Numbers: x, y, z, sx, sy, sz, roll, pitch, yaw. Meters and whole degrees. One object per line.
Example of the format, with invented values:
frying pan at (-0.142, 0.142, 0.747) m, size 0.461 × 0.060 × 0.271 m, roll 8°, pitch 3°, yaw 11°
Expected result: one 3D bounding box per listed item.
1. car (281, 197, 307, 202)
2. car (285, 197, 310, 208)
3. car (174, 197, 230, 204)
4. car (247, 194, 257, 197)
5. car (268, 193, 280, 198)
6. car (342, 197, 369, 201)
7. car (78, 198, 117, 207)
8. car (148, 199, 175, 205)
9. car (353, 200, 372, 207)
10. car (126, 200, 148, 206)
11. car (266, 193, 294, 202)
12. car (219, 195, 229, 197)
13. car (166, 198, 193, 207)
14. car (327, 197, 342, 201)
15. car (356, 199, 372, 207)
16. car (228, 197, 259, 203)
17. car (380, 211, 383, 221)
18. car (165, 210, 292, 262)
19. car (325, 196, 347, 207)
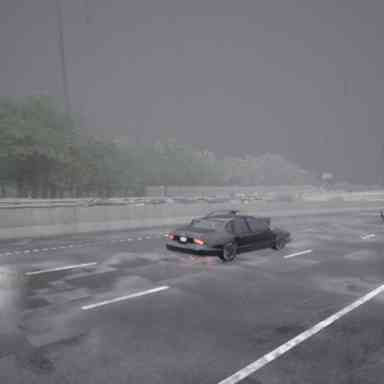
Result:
car at (14.138, 1.743, 43.972) m, size 4.674 × 1.442 × 1.812 m, roll 1°, pitch -1°, yaw -44°
car at (18.371, 1.757, 57.734) m, size 4.553 × 1.767 × 2.097 m, roll 2°, pitch -1°, yaw -43°
car at (1.038, 1.500, 31.369) m, size 4.892 × 1.490 × 1.837 m, roll 1°, pitch 0°, yaw -44°
car at (14.225, 1.248, 78.565) m, size 2.033 × 1.411 × 5.357 m, roll 1°, pitch 1°, yaw 32°
car at (22.668, 0.976, 91.630) m, size 1.895 × 1.301 × 4.718 m, roll 1°, pitch 2°, yaw 33°
car at (28.539, 2.083, 57.754) m, size 4.902 × 1.511 × 2.128 m, roll 2°, pitch -1°, yaw -44°
car at (-10.729, 1.429, 38.029) m, size 1.812 × 1.442 × 4.674 m, roll 0°, pitch 0°, yaw 37°
car at (-1.444, 1.524, 33.840) m, size 5.357 × 1.411 × 2.033 m, roll 1°, pitch 0°, yaw -44°
car at (35.694, 2.429, 69.516) m, size 4.902 × 1.511 × 2.128 m, roll 2°, pitch -1°, yaw -44°
car at (-4.719, 1.550, 35.544) m, size 4.718 × 1.301 × 1.895 m, roll 1°, pitch 0°, yaw -44°
car at (12.683, 1.440, 47.433) m, size 5.566 × 2.045 × 2.150 m, roll 1°, pitch 0°, yaw -45°
car at (6.061, 1.394, 65.041) m, size 1.837 × 1.490 × 4.892 m, roll 1°, pitch 1°, yaw 30°
car at (-1.901, 1.561, 51.289) m, size 1.895 × 1.301 × 4.718 m, roll 1°, pitch 0°, yaw 30°
car at (26.106, 2.077, 60.270) m, size 4.892 × 1.490 × 1.837 m, roll 2°, pitch -1°, yaw -44°
car at (41.213, 2.561, 79.699) m, size 4.553 × 1.767 × 2.097 m, roll 2°, pitch -1°, yaw -44°
car at (7.003, 1.735, 46.831) m, size 4.718 × 1.301 × 1.895 m, roll 1°, pitch -1°, yaw -44°
car at (17.141, 1.759, 27.174) m, size 4.718 × 1.301 × 1.895 m, roll 1°, pitch 0°, yaw -44°
car at (1.543, 1.534, 12.134) m, size 5.357 × 1.411 × 2.033 m, roll 0°, pitch 0°, yaw -44°
car at (29.728, 1.979, 68.622) m, size 5.566 × 2.045 × 2.150 m, roll 2°, pitch -1°, yaw -44°
